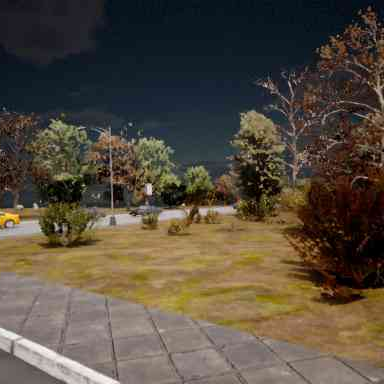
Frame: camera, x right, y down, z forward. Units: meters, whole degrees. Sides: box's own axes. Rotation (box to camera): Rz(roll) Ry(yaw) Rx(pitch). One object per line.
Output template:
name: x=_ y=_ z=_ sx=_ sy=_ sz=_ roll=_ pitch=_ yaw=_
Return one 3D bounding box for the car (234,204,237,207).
car: x=9.356 y=2.583 z=62.539 sx=1.895 sy=1.301 sz=4.718 roll=-3 pitch=-2 yaw=33

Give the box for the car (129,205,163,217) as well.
car: x=-6.095 y=2.511 z=44.873 sx=2.033 sy=1.411 sz=5.357 roll=-3 pitch=-2 yaw=32

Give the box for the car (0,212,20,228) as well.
car: x=-17.060 y=2.370 z=27.659 sx=1.882 sy=1.535 sz=5.008 roll=-3 pitch=-2 yaw=33

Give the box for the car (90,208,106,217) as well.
car: x=-11.734 y=2.461 z=35.899 sx=2.033 sy=1.411 sz=5.357 roll=-3 pitch=-2 yaw=32
